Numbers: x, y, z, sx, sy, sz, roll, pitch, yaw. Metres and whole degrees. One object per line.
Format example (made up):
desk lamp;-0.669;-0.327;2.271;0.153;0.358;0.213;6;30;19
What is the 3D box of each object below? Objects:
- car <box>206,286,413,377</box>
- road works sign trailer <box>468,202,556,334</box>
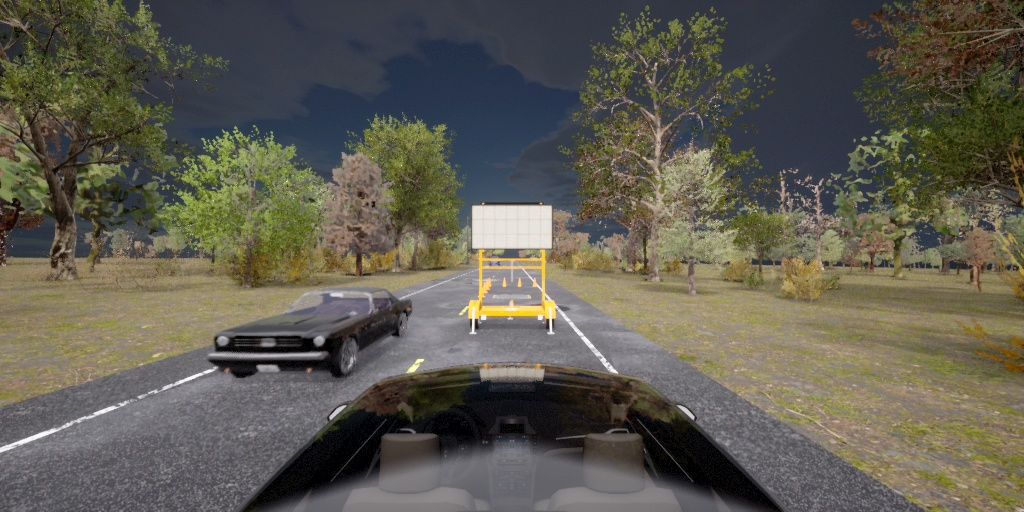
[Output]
car;-3.602;1.353;7.497;1.895;1.301;4.718;0;0;0
road works sign trailer;0.003;0.218;10.598;2.380;3.560;2.880;0;0;0
